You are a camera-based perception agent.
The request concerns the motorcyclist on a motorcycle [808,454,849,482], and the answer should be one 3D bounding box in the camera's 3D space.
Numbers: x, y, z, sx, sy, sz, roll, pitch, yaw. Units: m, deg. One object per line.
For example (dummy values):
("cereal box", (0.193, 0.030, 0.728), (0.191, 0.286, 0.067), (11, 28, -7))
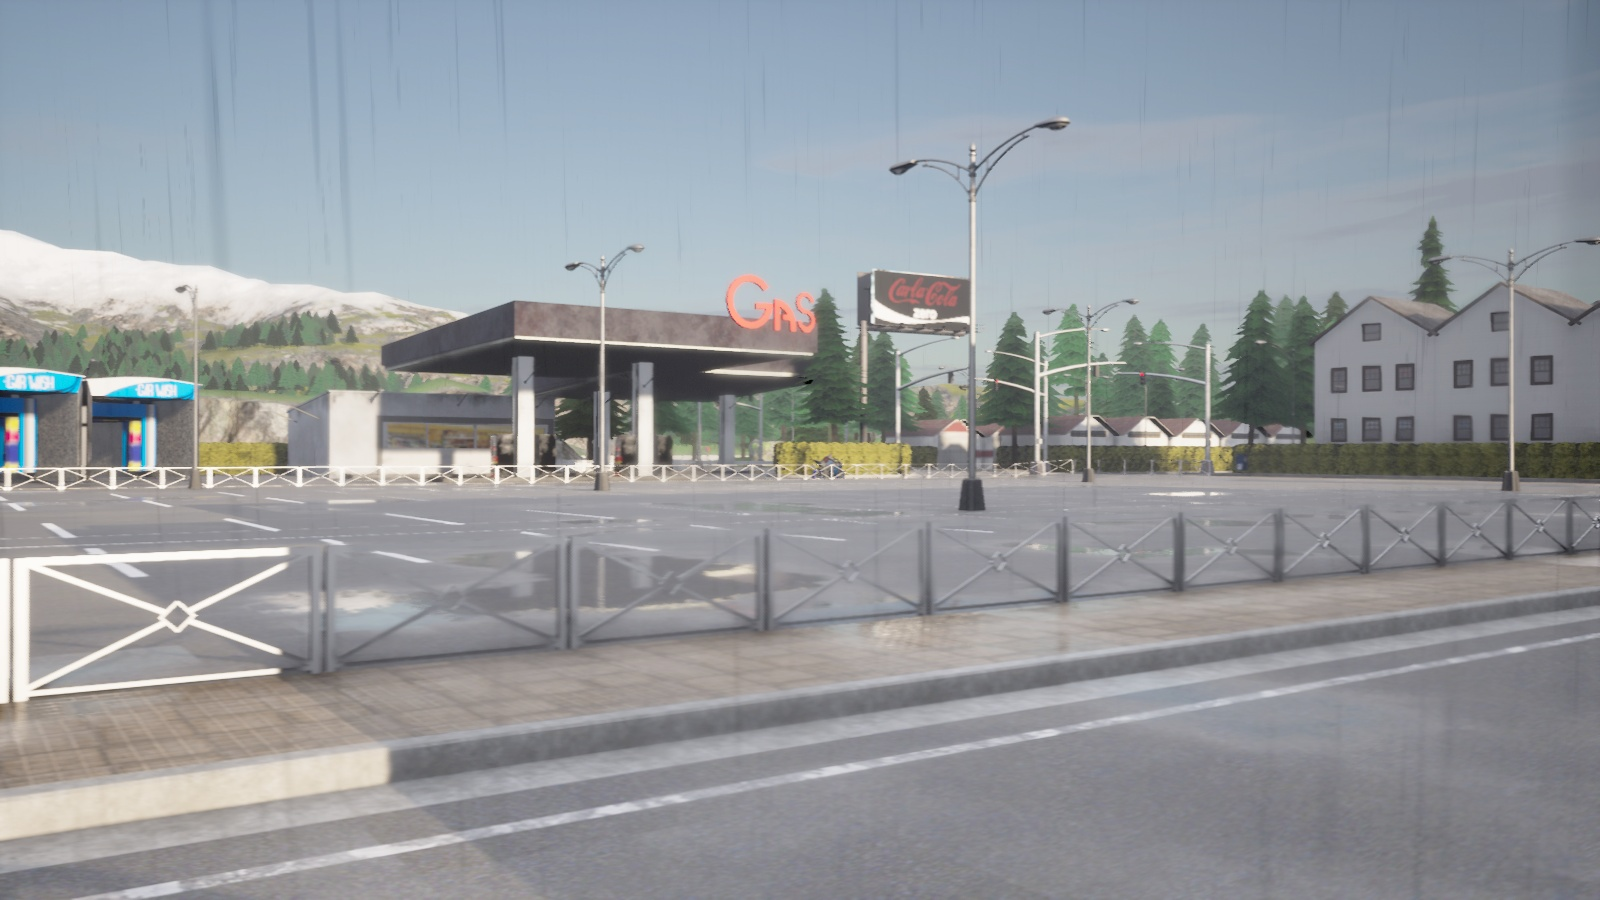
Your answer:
("motorcyclist on a motorcycle", (1.565, 0.962, 68.896), (2.191, 1.530, 0.866), (0, 0, -34))
